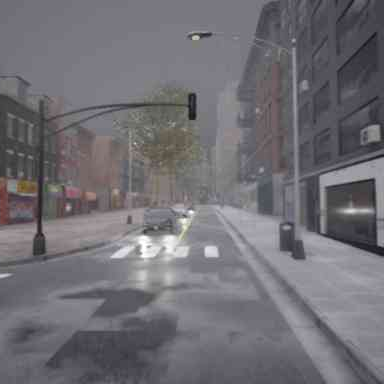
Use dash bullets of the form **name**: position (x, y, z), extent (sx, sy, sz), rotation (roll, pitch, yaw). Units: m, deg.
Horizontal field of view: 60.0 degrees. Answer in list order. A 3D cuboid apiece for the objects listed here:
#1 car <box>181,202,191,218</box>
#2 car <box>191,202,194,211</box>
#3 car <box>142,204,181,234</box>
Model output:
- **car**: position (-1.454, 1.977, 35.291), extent (1.812, 1.442, 4.674), rotation (0, -1, 3)
- **car**: position (-0.587, 2.342, 55.640), extent (2.128, 1.511, 4.902), rotation (0, -1, 2)
- **car**: position (-1.976, 1.753, 21.399), extent (1.837, 1.490, 4.892), rotation (0, 1, 2)
